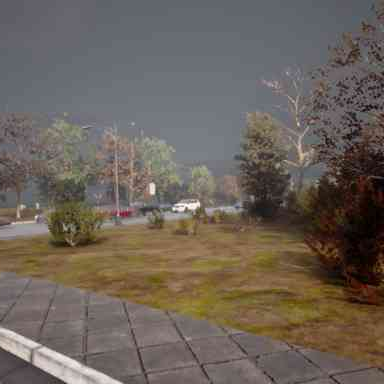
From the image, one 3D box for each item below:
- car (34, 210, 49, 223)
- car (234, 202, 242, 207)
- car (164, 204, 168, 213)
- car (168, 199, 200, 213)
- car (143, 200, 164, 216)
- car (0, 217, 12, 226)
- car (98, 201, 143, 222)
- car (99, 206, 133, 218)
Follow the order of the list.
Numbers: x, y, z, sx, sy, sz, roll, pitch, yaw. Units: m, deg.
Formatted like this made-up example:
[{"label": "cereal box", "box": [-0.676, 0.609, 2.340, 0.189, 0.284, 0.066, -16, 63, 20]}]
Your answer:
[{"label": "car", "box": [-14.854, 2.510, 36.486, 2.128, 1.511, 4.902, -3, -2, 33]}, {"label": "car", "box": [9.580, 2.479, 61.679, 2.033, 1.411, 5.357, -3, -2, 33]}, {"label": "car", "box": [-4.573, 2.611, 52.713, 2.128, 1.511, 4.902, -3, -2, 32]}, {"label": "car", "box": [-0.788, 2.197, 52.165, 2.150, 2.045, 5.566, -3, -2, 33]}, {"label": "car", "box": [-6.469, 2.128, 43.213, 2.150, 2.045, 5.566, -3, -2, 32]}, {"label": "car", "box": [-17.333, 2.391, 26.337, 2.033, 1.411, 5.357, -3, -2, 34]}, {"label": "car", "box": [-7.671, 2.056, 34.421, 2.097, 1.767, 4.553, -3, -2, 33]}, {"label": "car", "box": [-10.039, 2.619, 44.081, 1.994, 1.385, 4.181, -3, -2, 32]}]
